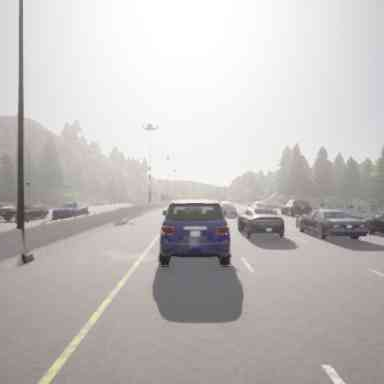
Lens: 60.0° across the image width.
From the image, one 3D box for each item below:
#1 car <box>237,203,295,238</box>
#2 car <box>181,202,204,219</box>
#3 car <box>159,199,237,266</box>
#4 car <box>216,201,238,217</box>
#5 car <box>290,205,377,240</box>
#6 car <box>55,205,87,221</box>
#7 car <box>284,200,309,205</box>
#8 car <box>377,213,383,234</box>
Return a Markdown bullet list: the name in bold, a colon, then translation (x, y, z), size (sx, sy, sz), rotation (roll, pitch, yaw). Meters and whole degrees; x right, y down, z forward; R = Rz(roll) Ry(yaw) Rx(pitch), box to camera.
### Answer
- **car**: translation (3.585, 1.556, 17.915), size (2.128, 1.511, 4.902), rotation (0, 0, 0)
- **car**: translation (0.072, 1.726, 31.854), size (2.033, 1.411, 5.357), rotation (0, -1, 0)
- **car**: translation (0.087, 1.262, 11.897), size (2.150, 2.045, 5.566), rotation (0, 0, 0)
- **car**: translation (3.569, 1.747, 34.910), size (1.812, 1.442, 4.674), rotation (0, -1, 0)
- **car**: translation (7.084, 1.611, 17.476), size (2.033, 1.411, 5.357), rotation (0, 0, 0)
- **car**: translation (-10.622, 1.625, 29.330), size (1.882, 1.535, 5.008), rotation (0, -1, 0)
- **car**: translation (10.570, 1.561, 33.983), size (2.097, 1.767, 4.553), rotation (0, -1, 0)
- **car**: translation (10.585, 1.608, 16.622), size (2.033, 1.411, 5.357), rotation (0, 0, 0)
